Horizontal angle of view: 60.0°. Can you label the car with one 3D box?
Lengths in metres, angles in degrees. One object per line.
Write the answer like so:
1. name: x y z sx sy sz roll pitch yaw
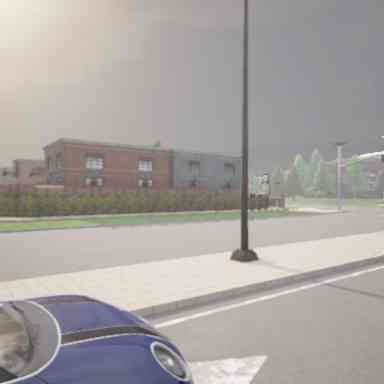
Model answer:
1. car: -2.152 1.349 2.211 4.553 1.767 2.097 0 0 -35
